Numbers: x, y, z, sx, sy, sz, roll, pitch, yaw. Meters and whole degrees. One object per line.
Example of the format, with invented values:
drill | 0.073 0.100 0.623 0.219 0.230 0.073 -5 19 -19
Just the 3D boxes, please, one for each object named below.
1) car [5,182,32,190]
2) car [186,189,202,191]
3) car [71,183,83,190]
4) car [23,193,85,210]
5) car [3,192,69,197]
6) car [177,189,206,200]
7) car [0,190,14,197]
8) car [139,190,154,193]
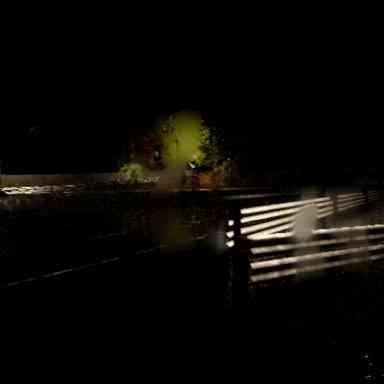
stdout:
car | -28.051 -0.551 52.868 2.150 2.045 5.566 -1 3 14
car | 0.491 0.434 46.049 2.033 1.411 5.357 0 1 35
car | -24.060 -1.149 67.888 1.994 1.385 4.181 -1 3 16
car | -13.345 0.840 32.510 2.033 1.411 5.357 0 1 35
car | -12.337 0.904 27.864 2.033 1.411 5.357 0 1 35
car | -0.024 0.300 51.350 2.128 1.511 4.902 0 1 36
car | -19.050 0.755 30.482 2.097 1.767 4.553 0 1 35
car | -6.687 0.474 48.016 1.812 1.442 4.674 0 1 36
